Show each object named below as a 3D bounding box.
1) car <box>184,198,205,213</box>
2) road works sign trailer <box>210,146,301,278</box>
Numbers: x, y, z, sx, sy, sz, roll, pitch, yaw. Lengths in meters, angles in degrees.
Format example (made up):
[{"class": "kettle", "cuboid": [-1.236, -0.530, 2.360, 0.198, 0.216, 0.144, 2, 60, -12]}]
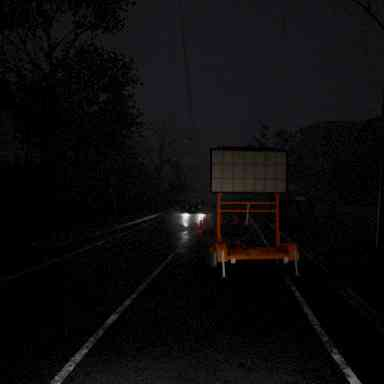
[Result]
[{"class": "car", "cuboid": [0.355, 1.350, 34.135, 1.812, 1.442, 4.674, 1, 0, 7]}, {"class": "road works sign trailer", "cuboid": [1.674, 0.441, 10.163, 2.380, 3.560, 2.880, 1, 0, -7]}]
